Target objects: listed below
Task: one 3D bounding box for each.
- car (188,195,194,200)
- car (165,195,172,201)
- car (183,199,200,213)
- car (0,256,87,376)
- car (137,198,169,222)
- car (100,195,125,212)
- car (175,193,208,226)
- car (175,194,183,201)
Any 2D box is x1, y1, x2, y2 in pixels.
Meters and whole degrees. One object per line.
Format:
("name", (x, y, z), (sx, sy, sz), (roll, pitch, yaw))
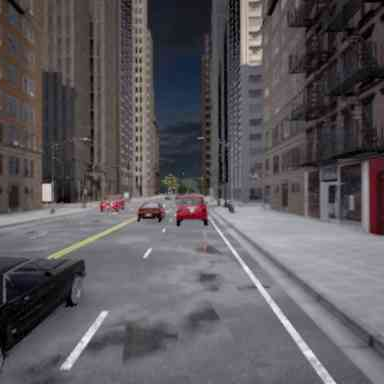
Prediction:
("car", (-0.287, 1.523, 91.595), (1.837, 1.490, 4.892), (0, 0, 0))
("car", (-6.798, 1.699, 95.134), (2.033, 1.411, 5.357), (0, 0, 0))
("car", (-0.052, 1.588, 38.194), (1.812, 1.442, 4.674), (0, 0, 1))
("car", (-3.159, 1.629, 5.070), (1.895, 1.301, 4.718), (0, 0, 0))
("car", (-3.229, 1.545, 27.108), (1.882, 1.535, 5.008), (0, 0, 0))
("car", (-9.878, 1.385, 41.734), (2.150, 2.045, 5.566), (0, 0, 0))
("car", (0.021, 1.265, 24.203), (2.150, 2.045, 5.566), (0, 0, 0))
("car", (-3.537, 1.397, 91.555), (2.097, 1.767, 4.553), (0, 0, 0))
